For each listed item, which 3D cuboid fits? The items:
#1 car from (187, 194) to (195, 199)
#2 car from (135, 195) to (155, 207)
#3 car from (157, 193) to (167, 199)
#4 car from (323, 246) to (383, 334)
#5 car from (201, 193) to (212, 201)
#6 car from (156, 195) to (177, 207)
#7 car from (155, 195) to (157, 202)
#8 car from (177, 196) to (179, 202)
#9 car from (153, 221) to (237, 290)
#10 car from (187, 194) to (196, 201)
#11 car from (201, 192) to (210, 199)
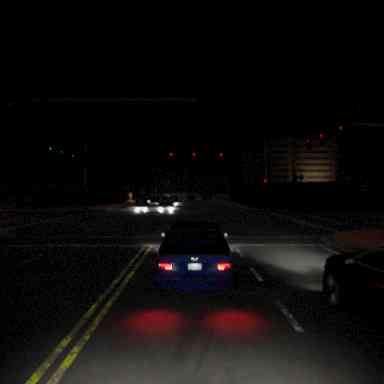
[{"bbox_3d":[-0.166,1.124,84.864,1.994,1.385,4.181,0,0,0],"label":"car"},{"bbox_3d":[-7.181,1.318,48.795,2.128,1.511,4.902,0,0,0],"label":"car"},{"bbox_3d":[-7.154,0.929,79.133,1.895,1.301,4.718,0,0,0],"label":"car"},{"bbox_3d":[3.553,1.474,4.852,2.128,1.511,4.902,0,0,0],"label":"car"},{"bbox_3d":[3.354,1.078,74.886,2.097,1.767,4.553,0,0,0],"label":"car"},{"bbox_3d":[-3.682,1.429,48.284,1.895,1.301,4.718,0,0,0],"label":"car"},{"bbox_3d":[-7.160,1.321,63.792,2.033,1.411,5.357,0,0,1],"label":"car"},{"bbox_3d":[-3.655,1.260,65.357,2.128,1.511,4.902,0,0,0],"label":"car"},{"bbox_3d":[0.065,1.515,9.091,2.033,1.411,5.357,0,0,0],"label":"car"},{"bbox_3d":[-0.146,1.267,74.591,2.033,1.411,5.357,0,0,0],"label":"car"},{"bbox_3d":[3.334,0.927,84.842,2.097,1.767,4.553,0,0,0],"label":"car"}]
